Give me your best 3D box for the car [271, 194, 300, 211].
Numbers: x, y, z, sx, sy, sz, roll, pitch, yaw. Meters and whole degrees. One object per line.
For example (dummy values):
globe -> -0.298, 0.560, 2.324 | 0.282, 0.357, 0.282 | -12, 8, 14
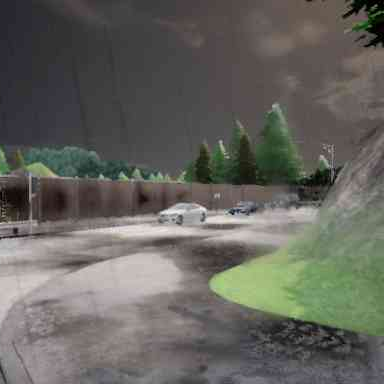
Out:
car -> 11.761, 1.225, 41.706 | 2.150, 2.045, 5.566 | 0, 0, 36

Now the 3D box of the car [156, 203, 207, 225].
car -> -0.613, 1.530, 24.379 | 1.812, 1.442, 4.674 | 0, 0, 36

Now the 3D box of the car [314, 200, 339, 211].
car -> 16.872, 1.603, 41.499 | 1.895, 1.301, 4.718 | 0, 0, 38

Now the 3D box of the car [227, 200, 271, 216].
car -> 5.555, 1.551, 33.023 | 2.033, 1.411, 5.357 | 0, 0, 35
